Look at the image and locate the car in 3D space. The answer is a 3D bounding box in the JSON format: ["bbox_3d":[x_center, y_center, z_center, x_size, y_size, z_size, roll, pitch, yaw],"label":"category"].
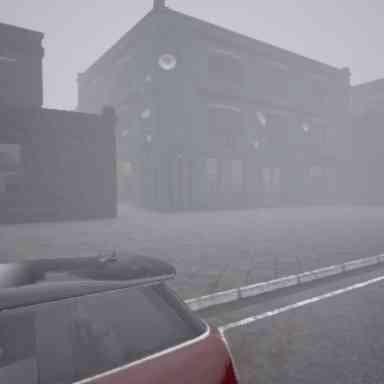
[{"bbox_3d":[-1.833,1.353,2.070,4.553,1.767,2.097,0,0,-35],"label":"car"}]
